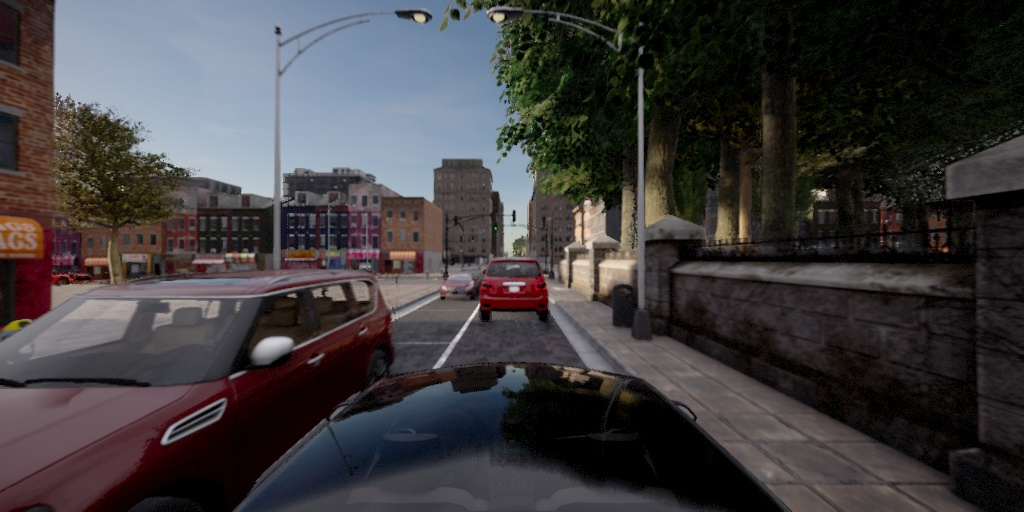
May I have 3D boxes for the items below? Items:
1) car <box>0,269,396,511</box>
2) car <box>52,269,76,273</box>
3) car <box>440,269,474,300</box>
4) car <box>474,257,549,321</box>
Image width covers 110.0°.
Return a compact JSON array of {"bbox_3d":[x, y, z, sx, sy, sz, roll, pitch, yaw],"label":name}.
[{"bbox_3d":[-2.641,1.078,3.235,2.192,1.841,5.009,0,0,0],"label":"car"},{"bbox_3d":[-44.351,2.007,35.328,4.553,1.767,2.097,-1,0,0],"label":"car"},{"bbox_3d":[-2.623,1.480,18.773,1.802,1.307,4.207,0,0,0],"label":"car"},{"bbox_3d":[0.102,1.070,13.070,2.150,2.045,5.566,0,0,1],"label":"car"}]
